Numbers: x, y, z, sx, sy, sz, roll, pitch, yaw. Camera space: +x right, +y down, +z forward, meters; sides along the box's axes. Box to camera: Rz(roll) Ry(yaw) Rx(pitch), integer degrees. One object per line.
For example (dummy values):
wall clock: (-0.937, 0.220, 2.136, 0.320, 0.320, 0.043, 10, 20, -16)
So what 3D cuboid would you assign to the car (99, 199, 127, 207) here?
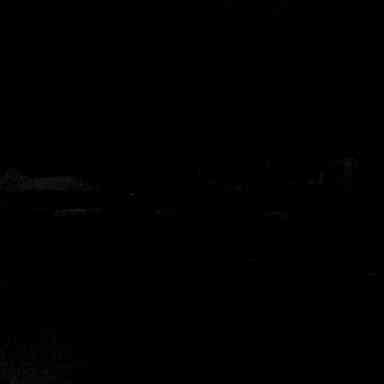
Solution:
car: (-12.622, 1.860, 53.332, 1.882, 1.535, 5.008, -1, -1, 36)

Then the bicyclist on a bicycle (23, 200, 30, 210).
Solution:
bicyclist on a bicycle: (-16.668, 1.655, 33.385, 1.656, 1.620, 0.582, -1, -1, 36)
